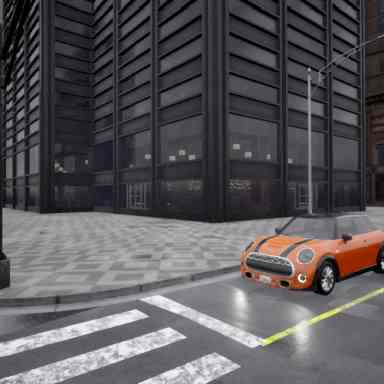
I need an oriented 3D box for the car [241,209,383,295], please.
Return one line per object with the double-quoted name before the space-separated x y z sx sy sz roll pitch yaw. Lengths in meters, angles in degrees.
"car" 3.399 1.379 8.922 4.553 1.767 2.097 0 0 -39
